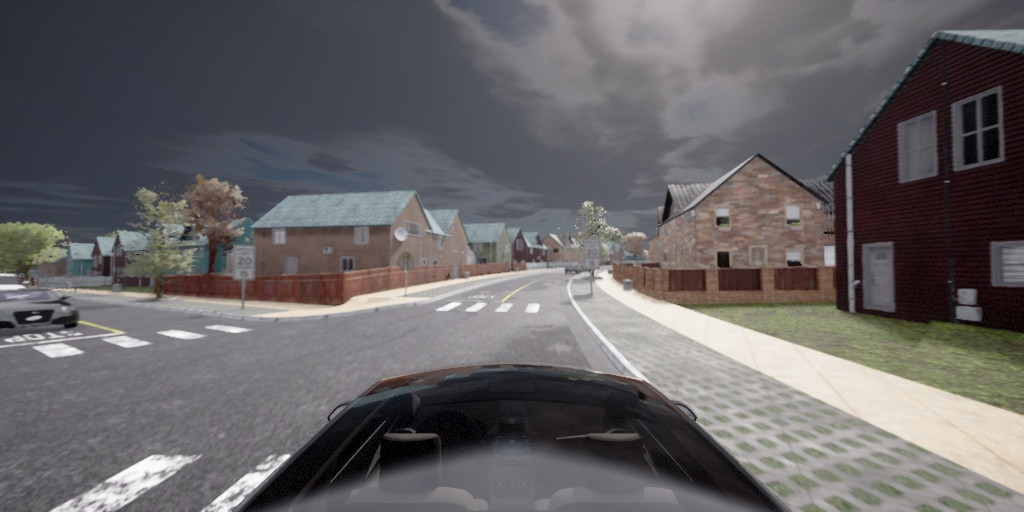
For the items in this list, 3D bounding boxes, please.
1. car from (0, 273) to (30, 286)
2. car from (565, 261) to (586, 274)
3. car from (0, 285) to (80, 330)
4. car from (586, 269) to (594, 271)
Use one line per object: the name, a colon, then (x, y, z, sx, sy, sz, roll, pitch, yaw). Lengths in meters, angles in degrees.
car: (-27.686, 1.926, 18.975, 5.566, 2.045, 2.150, -2, -3, 31)
car: (8.953, 1.780, 52.177, 2.128, 1.511, 4.902, 0, -1, 21)
car: (-17.077, 1.872, 12.563, 4.181, 1.385, 1.994, -2, -2, 31)
car: (12.716, 1.722, 61.720, 2.097, 1.767, 4.553, -1, -1, 25)
